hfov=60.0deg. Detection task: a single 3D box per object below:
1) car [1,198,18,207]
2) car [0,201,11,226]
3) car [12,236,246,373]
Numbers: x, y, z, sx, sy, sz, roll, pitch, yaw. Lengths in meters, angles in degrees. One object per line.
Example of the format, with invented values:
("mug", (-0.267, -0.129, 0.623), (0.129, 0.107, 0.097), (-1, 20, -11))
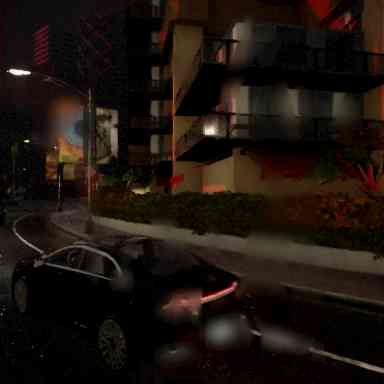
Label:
("car", (-29.581, 1.713, 53.489), (1.994, 1.385, 4.181), (0, 0, -9))
("car", (-14.357, 1.610, 23.591), (2.033, 1.411, 5.357), (0, 0, -26))
("car", (-1.427, 1.518, 5.761), (4.902, 1.511, 2.128), (0, 0, 42))
